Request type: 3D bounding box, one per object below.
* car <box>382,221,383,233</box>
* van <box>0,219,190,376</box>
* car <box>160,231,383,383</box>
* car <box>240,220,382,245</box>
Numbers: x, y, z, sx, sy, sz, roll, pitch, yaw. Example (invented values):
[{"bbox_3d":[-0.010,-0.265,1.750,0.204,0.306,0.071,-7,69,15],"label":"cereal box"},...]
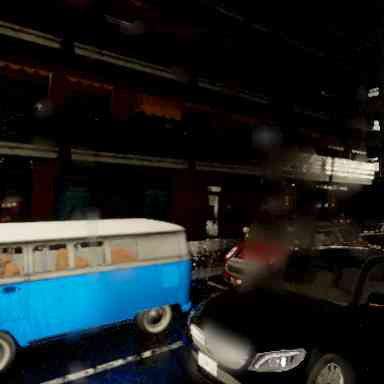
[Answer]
[{"bbox_3d":[7.370,1.676,11.766,4.403,1.369,2.008,1,1,-36],"label":"car"},{"bbox_3d":[-1.898,1.355,5.144,3.998,1.788,1.690,1,1,-36],"label":"van"},{"bbox_3d":[2.063,1.569,4.851,4.674,1.442,1.812,1,0,-36],"label":"car"},{"bbox_3d":[2.737,1.509,8.455,4.097,1.590,1.967,1,1,-36],"label":"car"}]
